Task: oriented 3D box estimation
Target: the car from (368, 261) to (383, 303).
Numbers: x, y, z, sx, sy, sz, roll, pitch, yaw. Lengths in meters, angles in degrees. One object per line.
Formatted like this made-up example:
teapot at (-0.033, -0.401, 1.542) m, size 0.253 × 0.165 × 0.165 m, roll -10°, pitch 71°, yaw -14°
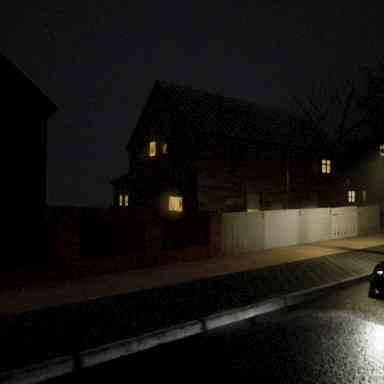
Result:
car at (5.480, 1.566, 6.837) m, size 4.181 × 1.385 × 1.994 m, roll 0°, pitch 0°, yaw -35°
